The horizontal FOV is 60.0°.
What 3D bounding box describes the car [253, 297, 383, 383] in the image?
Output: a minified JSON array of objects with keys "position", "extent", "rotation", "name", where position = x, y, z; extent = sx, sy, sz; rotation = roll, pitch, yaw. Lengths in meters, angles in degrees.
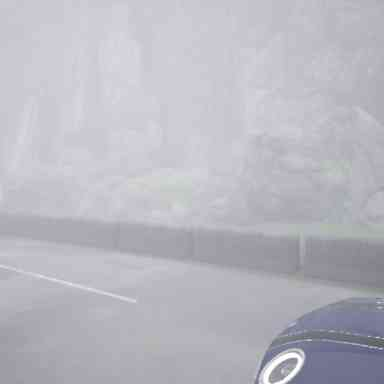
[{"position":[2.665,1.351,2.090],"extent":[4.553,1.767,2.097],"rotation":[0,0,35],"name":"car"}]
